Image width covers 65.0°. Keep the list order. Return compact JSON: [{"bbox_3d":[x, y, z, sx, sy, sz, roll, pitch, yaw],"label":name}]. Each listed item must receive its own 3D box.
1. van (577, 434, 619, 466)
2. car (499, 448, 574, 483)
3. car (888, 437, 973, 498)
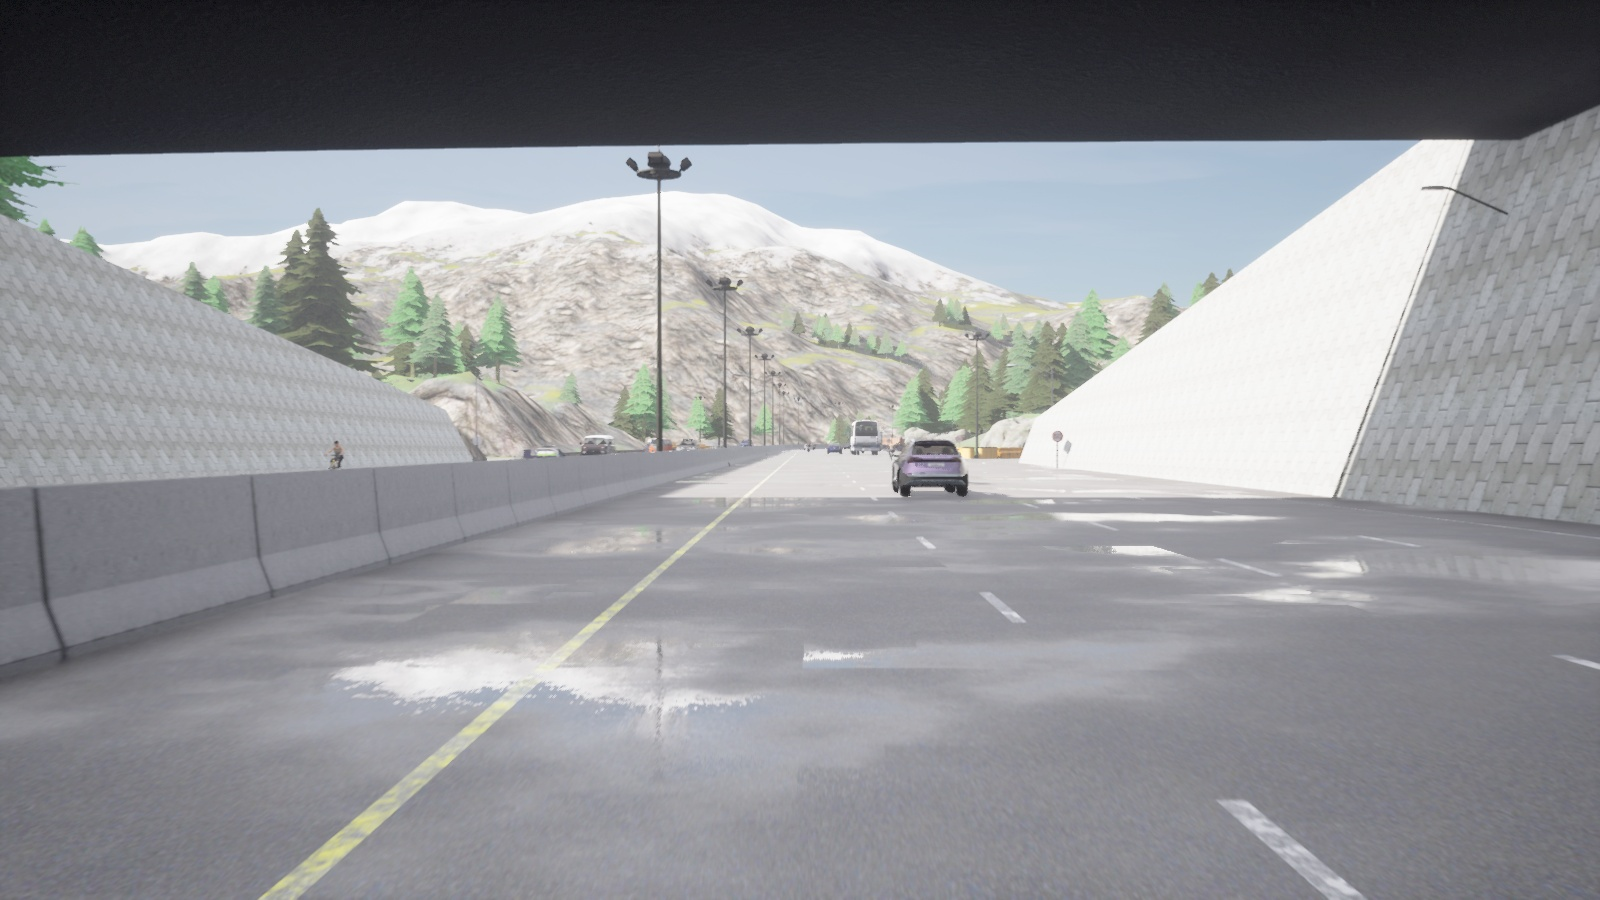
[{"bbox_3d":[-13.431,-0.010,83.631,2.069,2.038,4.480,0,0,0],"label":"van"},{"bbox_3d":[-10.169,0.564,48.757,1.895,1.301,4.718,0,0,0],"label":"car"},{"bbox_3d":[3.751,0.471,36.872,2.033,1.649,4.856,0,0,0],"label":"car"}]
